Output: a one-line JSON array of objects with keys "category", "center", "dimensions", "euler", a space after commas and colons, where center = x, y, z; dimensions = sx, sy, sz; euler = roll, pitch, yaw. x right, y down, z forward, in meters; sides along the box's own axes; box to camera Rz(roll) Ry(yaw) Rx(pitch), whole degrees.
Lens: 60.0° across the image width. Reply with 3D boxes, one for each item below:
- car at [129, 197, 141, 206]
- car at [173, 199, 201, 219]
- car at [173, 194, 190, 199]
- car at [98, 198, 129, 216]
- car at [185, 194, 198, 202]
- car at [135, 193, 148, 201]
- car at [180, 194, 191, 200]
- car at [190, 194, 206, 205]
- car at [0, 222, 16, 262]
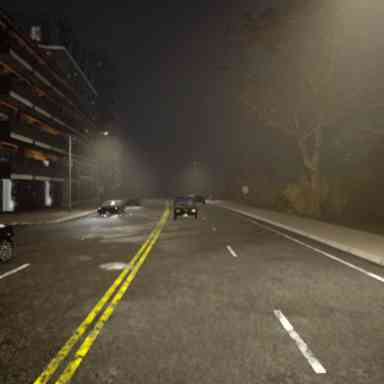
[{"category": "car", "center": [-8.477, 1.386, 48.387], "dimensions": [1.895, 1.301, 4.718], "euler": [0, 0, -4]}, {"category": "car", "center": [-0.568, 1.479, 27.578], "dimensions": [1.895, 1.301, 4.718], "euler": [0, 0, -2]}, {"category": "car", "center": [-1.649, 1.266, 46.470], "dimensions": [1.882, 1.535, 5.008], "euler": [0, 0, -4]}, {"category": "car", "center": [-7.425, 1.468, 31.015], "dimensions": [1.895, 1.301, 4.718], "euler": [0, 0, -3]}, {"category": "car", "center": [-0.086, 1.179, 65.746], "dimensions": [2.128, 1.511, 4.902], "euler": [0, 0, -6]}, {"category": "car", "center": [-9.774, 0.884, 64.551], "dimensions": [2.128, 1.511, 4.902], "euler": [0, 0, -6]}, {"category": "car", "center": [-1.496, 1.146, 78.702], "dimensions": [2.128, 1.511, 4.902], "euler": [0, 0, -7]}, {"category": "car", "center": [1.102, 1.259, 53.178], "dimensions": [1.837, 1.490, 4.892], "euler": [0, 1, -5]}, {"category": "car", "center": [-6.713, 1.455, 9.022], "dimensions": [2.128, 1.511, 4.902], "euler": [0, 0, -1]}]
